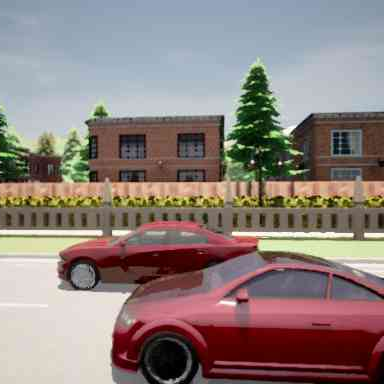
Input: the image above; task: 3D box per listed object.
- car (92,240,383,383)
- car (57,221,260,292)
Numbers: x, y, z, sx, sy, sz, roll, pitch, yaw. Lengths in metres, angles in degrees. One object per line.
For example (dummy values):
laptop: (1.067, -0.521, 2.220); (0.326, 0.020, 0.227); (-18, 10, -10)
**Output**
car: (1.055, 1.564, 4.621); (4.181, 1.385, 1.994); (0, 0, 5)
car: (-0.775, 1.487, 8.290); (5.008, 1.535, 1.882); (0, 0, 5)
